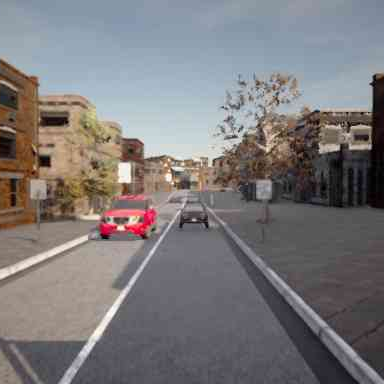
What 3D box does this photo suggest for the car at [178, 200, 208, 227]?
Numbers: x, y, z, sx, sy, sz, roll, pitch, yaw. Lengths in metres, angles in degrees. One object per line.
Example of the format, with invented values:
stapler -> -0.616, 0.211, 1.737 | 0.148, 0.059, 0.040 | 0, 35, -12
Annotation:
car -> 0.128, 1.514, 22.441 | 1.812, 1.442, 4.674 | 0, 0, 0

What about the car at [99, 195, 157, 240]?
car -> -3.080, 1.213, 17.154 | 2.150, 2.045, 5.566 | 0, 0, 0

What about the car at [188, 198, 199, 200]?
car -> 0.158, 1.456, 42.222 | 1.882, 1.535, 5.008 | 0, 0, 0

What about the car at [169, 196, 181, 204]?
car -> -2.953, 1.338, 58.871 | 1.994, 1.385, 4.181 | 0, 2, 1
